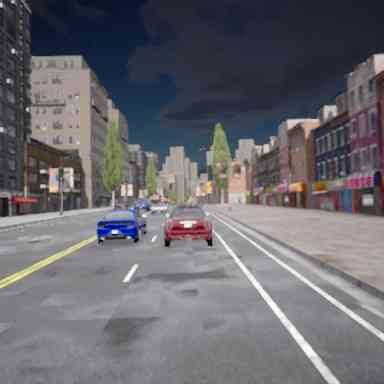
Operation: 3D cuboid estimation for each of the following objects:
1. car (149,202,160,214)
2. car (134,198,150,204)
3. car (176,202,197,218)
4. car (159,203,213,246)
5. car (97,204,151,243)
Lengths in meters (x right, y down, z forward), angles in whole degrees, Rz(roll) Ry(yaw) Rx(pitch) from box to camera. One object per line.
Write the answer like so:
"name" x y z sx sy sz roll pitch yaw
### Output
"car" -4.005 2.062 41.968 1.895 1.301 4.718 -2 -1 -1
"car" -7.576 1.945 51.337 2.150 2.045 5.566 -2 -1 -1
"car" -0.597 1.798 34.016 1.994 1.385 4.181 -2 -1 -1
"car" -0.197 1.397 15.835 2.097 1.767 4.553 -2 0 -1
"car" -3.455 1.623 17.135 1.882 1.535 5.008 -2 0 -1
